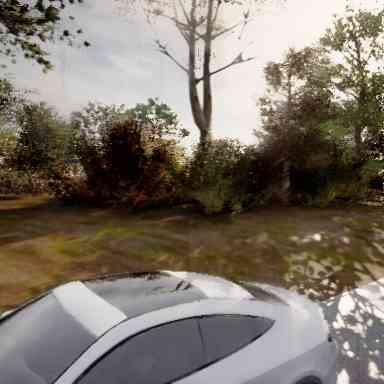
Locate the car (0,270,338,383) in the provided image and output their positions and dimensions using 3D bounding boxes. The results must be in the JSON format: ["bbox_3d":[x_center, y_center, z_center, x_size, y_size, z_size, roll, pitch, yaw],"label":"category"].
[{"bbox_3d":[-0.676,1.487,2.643,4.674,1.442,1.812,0,1,-36],"label":"car"}]
